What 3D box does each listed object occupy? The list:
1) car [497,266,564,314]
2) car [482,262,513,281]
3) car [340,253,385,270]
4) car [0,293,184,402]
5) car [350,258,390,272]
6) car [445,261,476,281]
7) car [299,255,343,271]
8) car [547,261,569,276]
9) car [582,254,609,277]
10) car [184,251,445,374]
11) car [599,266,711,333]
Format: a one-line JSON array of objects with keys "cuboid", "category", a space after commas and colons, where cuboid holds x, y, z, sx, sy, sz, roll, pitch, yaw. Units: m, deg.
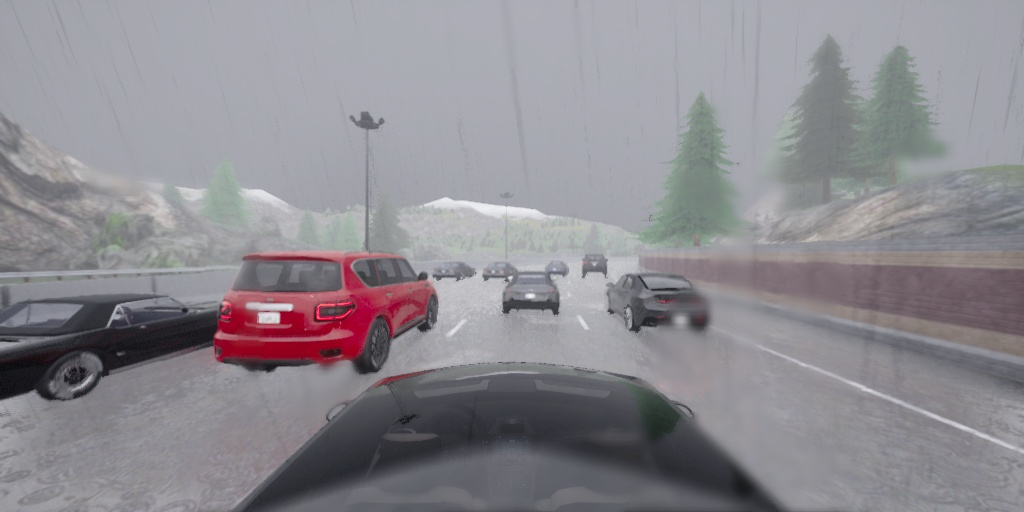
[{"cuboid": [0.775, 1.242, 13.545, 1.994, 1.385, 4.181, 0, 0, 5], "category": "car"}, {"cuboid": [-0.813, 1.133, 27.282, 2.033, 1.411, 5.357, 0, 0, 11], "category": "car"}, {"cuboid": [-18.420, 0.628, 44.447, 2.150, 2.045, 5.566, 0, 0, 16], "category": "car"}, {"cuboid": [-6.750, 1.294, 6.254, 1.895, 1.301, 4.718, 0, 0, 2], "category": "car"}, {"cuboid": [-15.884, 0.966, 40.453, 1.812, 1.442, 4.674, 0, 0, 15], "category": "car"}, {"cuboid": [-4.328, 1.116, 27.567, 2.033, 1.411, 5.357, 0, 0, 11], "category": "car"}, {"cuboid": [-22.540, 0.751, 42.563, 2.097, 1.767, 4.553, 0, 0, 15], "category": "car"}, {"cuboid": [4.247, 1.130, 33.716, 1.994, 1.385, 4.181, 0, 0, 14], "category": "car"}, {"cuboid": [7.549, 0.807, 32.641, 2.150, 2.045, 5.566, 0, 0, 14], "category": "car"}, {"cuboid": [-3.193, 0.921, 7.569, 2.150, 2.045, 5.566, 0, 0, 2], "category": "car"}, {"cuboid": [4.025, 1.215, 10.607, 1.837, 1.490, 4.892, 0, 0, 4], "category": "car"}]
